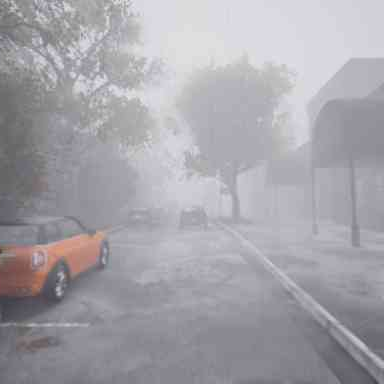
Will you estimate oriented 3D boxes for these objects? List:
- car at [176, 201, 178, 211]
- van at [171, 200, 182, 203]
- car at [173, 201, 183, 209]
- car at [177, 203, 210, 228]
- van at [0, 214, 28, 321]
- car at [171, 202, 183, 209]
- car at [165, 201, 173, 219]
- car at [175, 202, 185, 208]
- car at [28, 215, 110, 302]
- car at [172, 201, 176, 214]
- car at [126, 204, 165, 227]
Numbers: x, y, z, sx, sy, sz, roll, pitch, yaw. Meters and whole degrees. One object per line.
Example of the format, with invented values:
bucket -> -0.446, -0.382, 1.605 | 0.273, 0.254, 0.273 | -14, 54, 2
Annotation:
car -> -3.647, 2.430, 47.492 | 2.163, 1.488, 4.792 | 0, -1, 2
van -> -3.627, 2.619, 64.297 | 1.878, 1.987, 4.442 | 1, -1, 2
car -> -3.402, 3.111, 81.252 | 2.185, 1.767, 4.553 | -1, -1, 2
car -> 0.102, 1.739, 24.070 | 1.882, 1.535, 5.008 | 0, -2, 0
van -> -3.649, 1.258, 3.067 | 1.878, 1.987, 4.442 | 0, 0, 2
car -> -3.404, 3.114, 75.542 | 2.231, 1.521, 4.892 | 0, -1, 2
car -> -3.637, 2.086, 36.329 | 2.097, 1.535, 5.008 | 1, -2, 2
car -> -3.161, 3.362, 86.950 | 2.097, 1.535, 5.008 | 0, -2, 2
car -> -3.654, 1.364, 8.489 | 2.185, 1.767, 4.553 | 0, 0, 2
car -> -3.644, 2.243, 41.888 | 2.097, 1.535, 5.008 | 0, -1, 2
car -> -3.635, 1.804, 25.224 | 2.163, 1.488, 4.792 | 1, -2, 2
